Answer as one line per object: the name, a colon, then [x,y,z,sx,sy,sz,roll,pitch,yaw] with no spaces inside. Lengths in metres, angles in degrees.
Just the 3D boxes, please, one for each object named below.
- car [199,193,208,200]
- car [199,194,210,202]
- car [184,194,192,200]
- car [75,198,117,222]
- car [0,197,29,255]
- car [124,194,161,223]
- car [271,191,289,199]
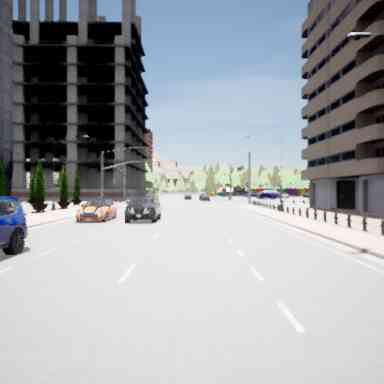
car: [2.564,1.083,78.041,1.882,1.535,5.008,0,0,-1]
car: [2.721,1.222,67.649,2.033,1.411,5.357,0,1,-1]
car: [-0.935,1.153,77.980,2.033,1.411,5.357,0,0,-1]
car: [-7.022,1.294,24.792,2.097,1.767,4.553,0,0,0]
car: [-7.102,1.174,10.016,2.150,2.045,5.566,0,0,0]
car: [-3.522,1.206,24.734,2.150,2.045,5.566,0,0,0]
car: [24.201,1.005,89.821,3.806,1.475,1.970,0,0,0]
